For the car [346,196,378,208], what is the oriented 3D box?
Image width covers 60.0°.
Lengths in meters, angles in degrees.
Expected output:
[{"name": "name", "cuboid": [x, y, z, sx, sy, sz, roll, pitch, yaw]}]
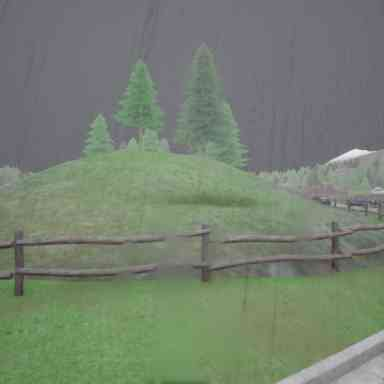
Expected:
[{"name": "car", "cuboid": [24.825, 1.352, 48.726, 2.097, 1.767, 4.553, 0, 0, -16]}]

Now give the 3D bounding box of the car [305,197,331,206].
[{"name": "car", "cuboid": [20.061, 1.505, 53.074, 1.837, 1.490, 4.892, 0, 0, -15]}]
